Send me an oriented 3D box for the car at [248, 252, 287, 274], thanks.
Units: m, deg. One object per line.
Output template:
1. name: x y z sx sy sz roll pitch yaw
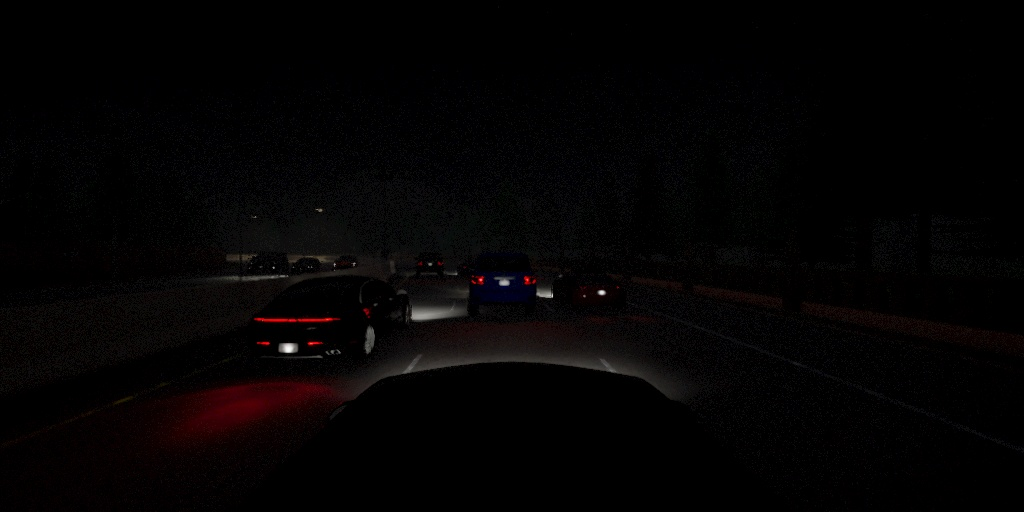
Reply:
1. car: -22.826 0.598 33.917 2.150 2.045 5.566 0 0 -19

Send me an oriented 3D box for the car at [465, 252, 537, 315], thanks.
1. car: -0.461 0.866 13.278 2.150 2.045 5.566 0 0 -5

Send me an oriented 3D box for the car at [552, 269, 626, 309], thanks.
1. car: 2.896 1.214 14.321 1.994 1.385 4.181 0 1 -5

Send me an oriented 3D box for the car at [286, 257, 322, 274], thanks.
1. car: -18.960 0.899 33.267 1.837 1.490 4.892 0 0 -18

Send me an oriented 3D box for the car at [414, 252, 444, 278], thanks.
1. car: -6.909 0.693 29.958 2.150 2.045 5.566 0 1 -15

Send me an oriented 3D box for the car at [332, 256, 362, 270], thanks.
1. car: -15.474 0.754 33.814 2.097 1.767 4.553 0 1 -18

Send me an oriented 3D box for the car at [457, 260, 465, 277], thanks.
1. car: -3.620 1.040 30.958 1.994 1.385 4.181 0 1 -14

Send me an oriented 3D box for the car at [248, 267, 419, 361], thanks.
1. car: -3.643 1.183 8.095 1.837 1.490 4.892 0 1 -2
